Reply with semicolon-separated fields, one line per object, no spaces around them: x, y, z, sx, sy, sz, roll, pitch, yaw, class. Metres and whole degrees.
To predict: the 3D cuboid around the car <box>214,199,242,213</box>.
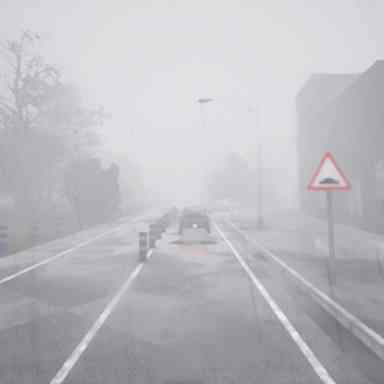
4.066;1.525;38.041;1.812;1.442;4.674;-6;-2;32;car

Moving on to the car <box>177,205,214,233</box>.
0.152;1.603;20.618;1.837;1.490;4.892;0;0;0;car
